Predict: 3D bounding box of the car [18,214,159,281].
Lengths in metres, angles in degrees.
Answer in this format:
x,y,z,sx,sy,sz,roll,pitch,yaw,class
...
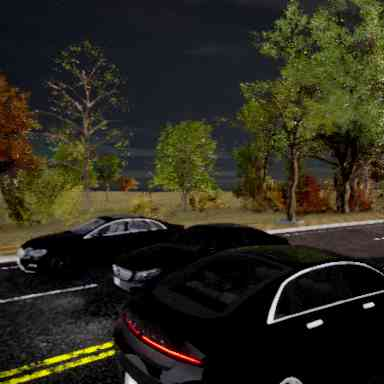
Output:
x,y,z,sx,sy,sz,roll,pitch,yaw,class
-2.391,1.453,9.857,4.902,1.511,2.128,-1,0,-34,car

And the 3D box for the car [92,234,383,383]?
x,y,z,sx,sy,sz,roll,pitch,yaw,class
1.438,1.481,4.401,4.892,1.490,1.837,0,0,-35,car

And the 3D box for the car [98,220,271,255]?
x,y,z,sx,sy,sz,roll,pitch,yaw,class
0.447,1.489,7.858,4.674,1.442,1.812,0,0,-34,car
